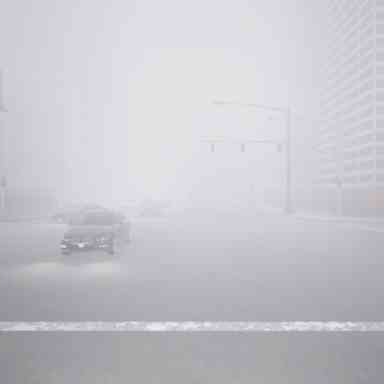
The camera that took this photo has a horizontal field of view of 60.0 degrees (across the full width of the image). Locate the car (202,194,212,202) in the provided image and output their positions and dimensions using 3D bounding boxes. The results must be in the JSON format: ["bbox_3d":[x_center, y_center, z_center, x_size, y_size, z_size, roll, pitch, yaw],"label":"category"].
[{"bbox_3d":[3.360,1.351,74.675,2.097,1.767,4.553,0,0,0],"label":"car"}]

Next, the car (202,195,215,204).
[{"bbox_3d":[3.473,1.522,64.772,1.812,1.442,4.674,0,0,0],"label":"car"}]

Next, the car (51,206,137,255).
[{"bbox_3d":[-3.626,1.504,13.305,1.837,1.490,4.892,0,0,0],"label":"car"}]

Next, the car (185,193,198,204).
[{"bbox_3d":[-0.122,1.218,63.853,2.150,2.045,5.566,0,0,0],"label":"car"}]

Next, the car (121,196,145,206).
[{"bbox_3d":[-7.175,1.523,39.381,1.812,1.442,4.674,0,0,0],"label":"car"}]

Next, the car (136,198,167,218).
[{"bbox_3d":[-3.659,1.524,30.751,1.812,1.442,4.674,0,0,0],"label":"car"}]

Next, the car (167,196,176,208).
[{"bbox_3d":[-3.683,1.562,47.012,1.994,1.385,4.181,0,0,0],"label":"car"}]

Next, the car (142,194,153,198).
[{"bbox_3d":[-7.192,1.503,55.118,1.837,1.490,4.892,0,0,0],"label":"car"}]

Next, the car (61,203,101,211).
[{"bbox_3d":[-8.287,1.546,25.472,2.033,1.411,5.357,0,0,18],"label":"car"}]

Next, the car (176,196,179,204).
[{"bbox_3d":[-3.653,1.489,65.856,2.128,1.511,4.902,0,0,0],"label":"car"}]

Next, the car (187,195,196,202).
[{"bbox_3d":[-0.143,1.378,74.524,1.994,1.385,4.181,0,0,0],"label":"car"}]
